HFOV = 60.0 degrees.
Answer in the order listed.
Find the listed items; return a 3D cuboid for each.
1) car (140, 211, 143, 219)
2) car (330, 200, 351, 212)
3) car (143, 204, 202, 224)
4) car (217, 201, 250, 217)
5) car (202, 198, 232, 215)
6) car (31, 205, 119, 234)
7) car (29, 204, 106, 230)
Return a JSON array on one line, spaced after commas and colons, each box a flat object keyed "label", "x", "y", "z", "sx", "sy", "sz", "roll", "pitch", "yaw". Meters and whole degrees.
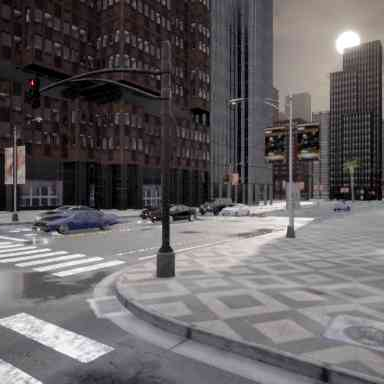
[{"label": "car", "x": -3.102, "y": 1.940, "z": 32.270, "sx": 1.994, "sy": 1.385, "sz": 4.181, "roll": 0, "pitch": -1, "yaw": 35}, {"label": "car", "x": 24.254, "y": 2.430, "z": 53.675, "sx": 2.033, "sy": 1.411, "sz": 5.357, "roll": 0, "pitch": -1, "yaw": 34}, {"label": "car", "x": -1.560, "y": 1.830, "z": 28.812, "sx": 1.882, "sy": 1.535, "sz": 5.008, "roll": 0, "pitch": -1, "yaw": 35}, {"label": "car", "x": 5.112, "y": 2.046, "z": 38.223, "sx": 1.812, "sy": 1.442, "sz": 4.674, "roll": 0, "pitch": -1, "yaw": 36}, {"label": "car", "x": 3.108, "y": 1.754, "z": 41.014, "sx": 2.150, "sy": 2.045, "sz": 5.566, "roll": 0, "pitch": -1, "yaw": 35}, {"label": "car", "x": -7.124, "y": 1.760, "z": 20.958, "sx": 2.033, "sy": 1.411, "sz": 5.357, "roll": 0, "pitch": -1, "yaw": 35}, {"label": "car", "x": -8.862, "y": 1.723, "z": 24.125, "sx": 2.128, "sy": 1.511, "sz": 4.902, "roll": 0, "pitch": -1, "yaw": 35}]
